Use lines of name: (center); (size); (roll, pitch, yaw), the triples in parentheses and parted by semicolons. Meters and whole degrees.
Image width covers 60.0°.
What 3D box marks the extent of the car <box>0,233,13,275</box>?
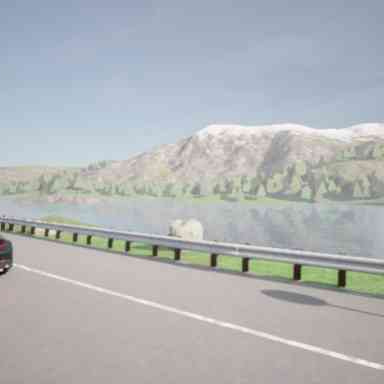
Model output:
car: (-6.733, 1.471, 9.164); (4.892, 1.490, 1.837); (0, 0, 38)
